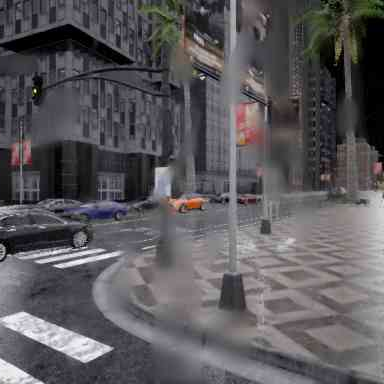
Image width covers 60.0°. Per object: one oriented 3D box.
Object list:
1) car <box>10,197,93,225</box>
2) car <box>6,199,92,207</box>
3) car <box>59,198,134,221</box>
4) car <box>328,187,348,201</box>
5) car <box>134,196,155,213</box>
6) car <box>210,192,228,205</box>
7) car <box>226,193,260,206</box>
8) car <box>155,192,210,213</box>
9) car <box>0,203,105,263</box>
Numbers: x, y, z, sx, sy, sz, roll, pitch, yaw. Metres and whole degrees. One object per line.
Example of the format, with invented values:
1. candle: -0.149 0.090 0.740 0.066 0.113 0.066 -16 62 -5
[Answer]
1. car: -9.607 1.215 23.112 2.128 1.511 4.902 0 1 36
2. car: -7.269 1.308 14.803 1.882 1.535 5.008 0 1 35
3. car: -6.381 1.238 21.996 1.812 1.442 4.674 0 1 36
4. car: 22.524 0.261 51.235 2.150 2.045 5.566 0 1 35
5. car: -4.243 1.086 30.657 1.812 1.442 4.674 0 1 35
6. car: 4.029 0.793 42.309 1.882 1.535 5.008 0 1 35
7. car: 6.436 0.929 40.090 1.895 1.301 4.718 0 1 36
8. car: -0.761 0.892 29.949 2.097 1.767 4.553 0 1 35
9. car: -5.664 1.373 11.444 1.837 1.490 4.892 0 1 35
